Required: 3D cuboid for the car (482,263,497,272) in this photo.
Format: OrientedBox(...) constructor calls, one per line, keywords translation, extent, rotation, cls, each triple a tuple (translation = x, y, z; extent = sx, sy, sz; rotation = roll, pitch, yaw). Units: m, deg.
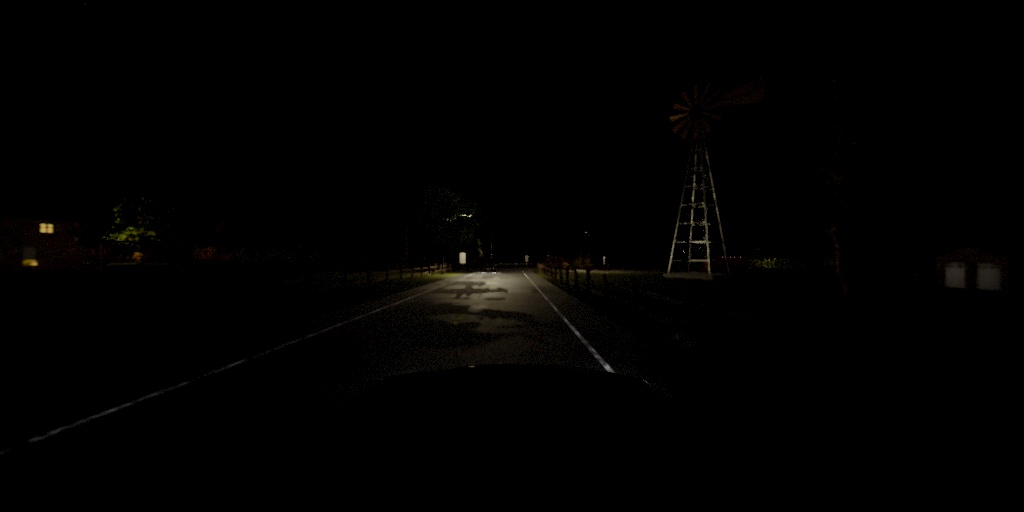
OrientedBox(translation=(-3.504, 1.804, 56.519), extent=(1.837, 1.490, 4.892), rotation=(0, -1, 0), cls="car")
